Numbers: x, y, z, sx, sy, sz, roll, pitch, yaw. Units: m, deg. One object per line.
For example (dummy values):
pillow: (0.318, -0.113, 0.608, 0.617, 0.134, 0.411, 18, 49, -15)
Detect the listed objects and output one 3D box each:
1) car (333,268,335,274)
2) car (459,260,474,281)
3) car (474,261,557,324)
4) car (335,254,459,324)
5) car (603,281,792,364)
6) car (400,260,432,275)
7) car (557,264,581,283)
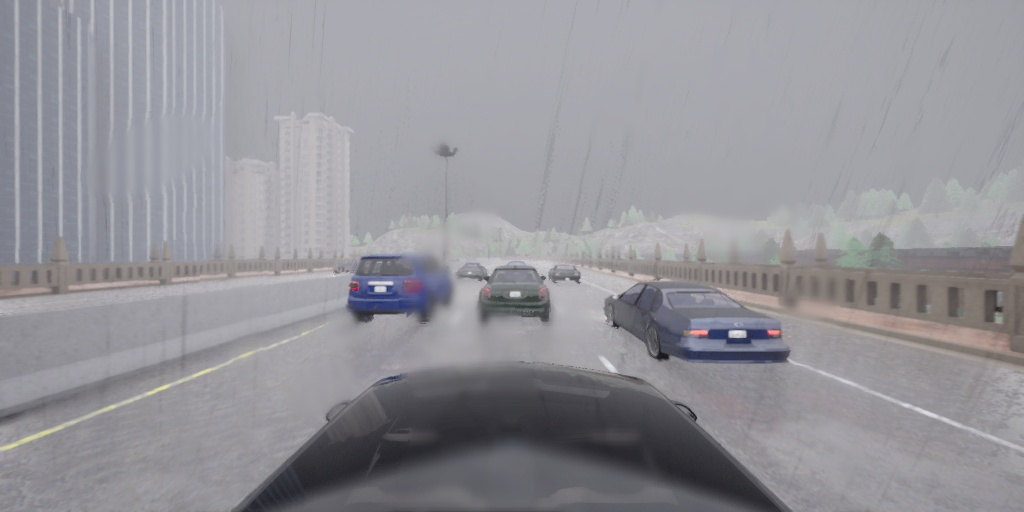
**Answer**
car: (-17.038, 1.210, 37.901, 1.994, 1.385, 4.181, 0, 0, 2)
car: (-3.100, 1.235, 28.843, 1.994, 1.385, 4.181, 0, 0, 2)
car: (0.107, 1.072, 11.996, 2.097, 1.767, 4.553, 0, 0, 0)
car: (-3.392, 0.942, 11.973, 2.150, 2.045, 5.566, 0, 0, 0)
car: (3.588, 1.279, 8.201, 2.033, 1.411, 5.357, 0, 0, 0)
car: (-10.038, 1.150, 37.868, 1.837, 1.490, 4.892, 0, 0, 2)
car: (3.840, 1.278, 26.655, 1.895, 1.301, 4.718, 0, 0, 2)
